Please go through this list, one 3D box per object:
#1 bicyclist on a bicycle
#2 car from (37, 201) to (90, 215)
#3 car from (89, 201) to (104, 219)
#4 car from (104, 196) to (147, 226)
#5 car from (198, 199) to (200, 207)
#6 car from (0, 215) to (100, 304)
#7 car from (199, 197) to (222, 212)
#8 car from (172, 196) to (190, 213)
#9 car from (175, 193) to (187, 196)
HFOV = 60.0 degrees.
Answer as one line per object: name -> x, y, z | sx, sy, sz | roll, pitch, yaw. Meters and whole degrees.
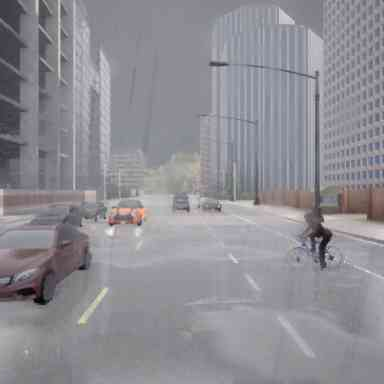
bicyclist on a bicycle -> 3.530, 1.453, 9.607 | 1.656, 1.620, 0.582 | -1, 0, -2
car -> -7.773, 1.506, 19.714 | 1.837, 1.490, 4.892 | 0, 0, -2
car -> -7.917, 1.500, 26.196 | 1.837, 1.490, 4.892 | 0, 0, -2
car -> -4.390, 1.351, 23.112 | 2.097, 1.767, 4.553 | 0, 0, -2
car -> 1.811, 1.525, 48.381 | 1.812, 1.442, 4.674 | 0, 0, -2
car -> -3.850, 1.526, 8.251 | 1.812, 1.442, 4.674 | 0, 0, -2
car -> 2.234, 1.601, 38.549 | 1.895, 1.301, 4.718 | 0, 0, -2
car -> -1.229, 1.491, 37.510 | 2.128, 1.511, 4.902 | 0, 0, -2
car -> -1.604, 1.221, 47.677 | 2.150, 2.045, 5.566 | 0, 0, -2
